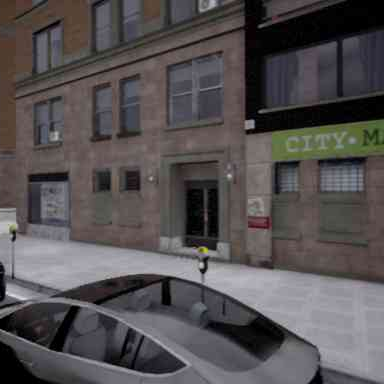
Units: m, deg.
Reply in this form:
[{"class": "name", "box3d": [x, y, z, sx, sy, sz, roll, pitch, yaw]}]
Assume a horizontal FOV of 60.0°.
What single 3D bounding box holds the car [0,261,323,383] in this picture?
[{"class": "car", "box3d": [-0.883, 1.568, 3.479, 4.313, 1.339, 1.947, 0, 0, 36]}]
